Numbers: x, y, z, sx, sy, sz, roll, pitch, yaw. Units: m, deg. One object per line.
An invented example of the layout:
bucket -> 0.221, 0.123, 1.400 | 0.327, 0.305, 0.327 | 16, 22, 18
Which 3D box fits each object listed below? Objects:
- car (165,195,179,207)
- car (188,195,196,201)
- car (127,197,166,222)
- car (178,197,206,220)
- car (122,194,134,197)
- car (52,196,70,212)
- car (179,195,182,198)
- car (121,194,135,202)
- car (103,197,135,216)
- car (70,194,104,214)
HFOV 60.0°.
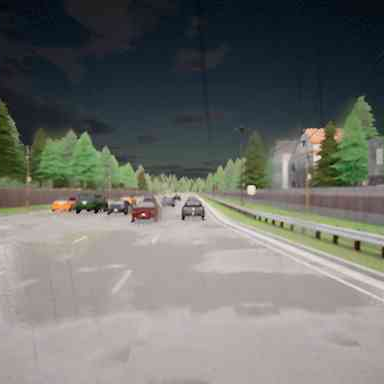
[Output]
car -> -3.397, 1.485, 48.567 | 2.033, 1.411, 5.357 | 0, 0, 0
car -> 0.005, 1.495, 77.699 | 1.895, 1.301, 4.718 | 0, 0, 0
car -> -3.397, 1.444, 25.710 | 1.882, 1.535, 5.008 | 0, 0, 0
car -> 0.102, 1.456, 28.055 | 2.128, 1.511, 4.902 | 0, 0, 0
car -> -10.396, 1.282, 53.958 | 2.097, 1.767, 4.553 | 0, 0, 0
car -> -13.897, 1.303, 37.409 | 2.097, 1.767, 4.553 | 0, 0, 0
car -> -3.495, 1.400, 77.253 | 1.837, 1.490, 4.892 | 0, 0, 0
car -> -13.995, 1.260, 73.056 | 2.097, 1.767, 4.553 | 0, 0, 0
car -> -6.911, 1.483, 32.393 | 1.812, 1.442, 4.674 | 0, 0, 0
car -> -10.397, 1.176, 34.779 | 2.150, 2.045, 5.566 | 0, 0, 0
